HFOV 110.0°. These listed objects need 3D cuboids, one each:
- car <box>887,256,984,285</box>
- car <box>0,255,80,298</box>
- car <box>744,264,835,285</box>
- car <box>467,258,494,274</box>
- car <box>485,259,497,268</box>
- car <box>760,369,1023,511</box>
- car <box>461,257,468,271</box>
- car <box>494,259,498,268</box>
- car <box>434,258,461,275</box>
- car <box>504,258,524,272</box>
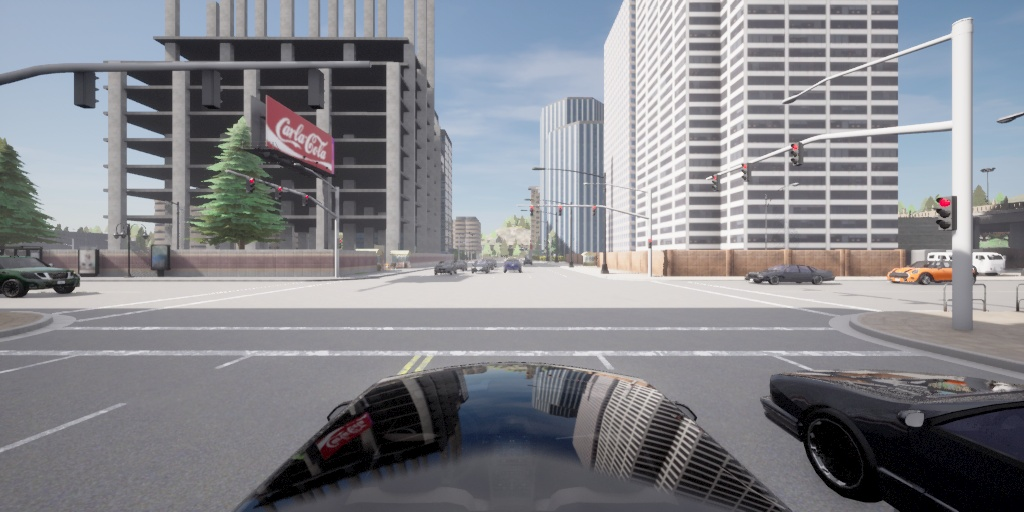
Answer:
[{"bbox_3d":[29.643,1.102,25.453,4.553,1.767,2.097,0,0,1],"label":"car"},{"bbox_3d":[-25.340,0.971,17.984,5.566,2.045,2.150,0,0,1],"label":"car"},{"bbox_3d":[19.635,1.297,25.427,5.357,1.411,2.033,0,0,0],"label":"car"},{"bbox_3d":[-3.603,1.241,41.706,2.128,1.511,4.902,0,0,0],"label":"car"},{"bbox_3d":[-3.574,1.255,62.158,1.837,1.490,4.892,0,0,0],"label":"car"},{"bbox_3d":[3.597,1.297,1.372,2.033,1.411,5.357,0,0,0],"label":"car"},{"bbox_3d":[-7.102,1.255,48.118,1.837,1.490,4.892,0,0,0],"label":"car"},{"bbox_3d":[-3.601,1.241,51.773,2.128,1.511,4.902,0,0,0],"label":"car"},{"bbox_3d":[-7.102,1.255,38.705,1.837,1.490,4.892,0,0,0],"label":"car"},{"bbox_3d":[0.081,1.102,45.476,2.097,1.767,4.553,0,0,0],"label":"car"}]
